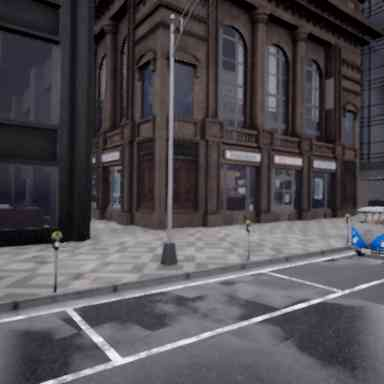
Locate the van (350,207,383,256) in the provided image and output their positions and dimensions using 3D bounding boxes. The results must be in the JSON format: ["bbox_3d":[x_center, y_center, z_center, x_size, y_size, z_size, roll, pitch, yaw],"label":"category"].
[{"bbox_3d":[7.360,1.411,12.007,3.998,1.788,1.690,0,0,-36],"label":"van"}]
